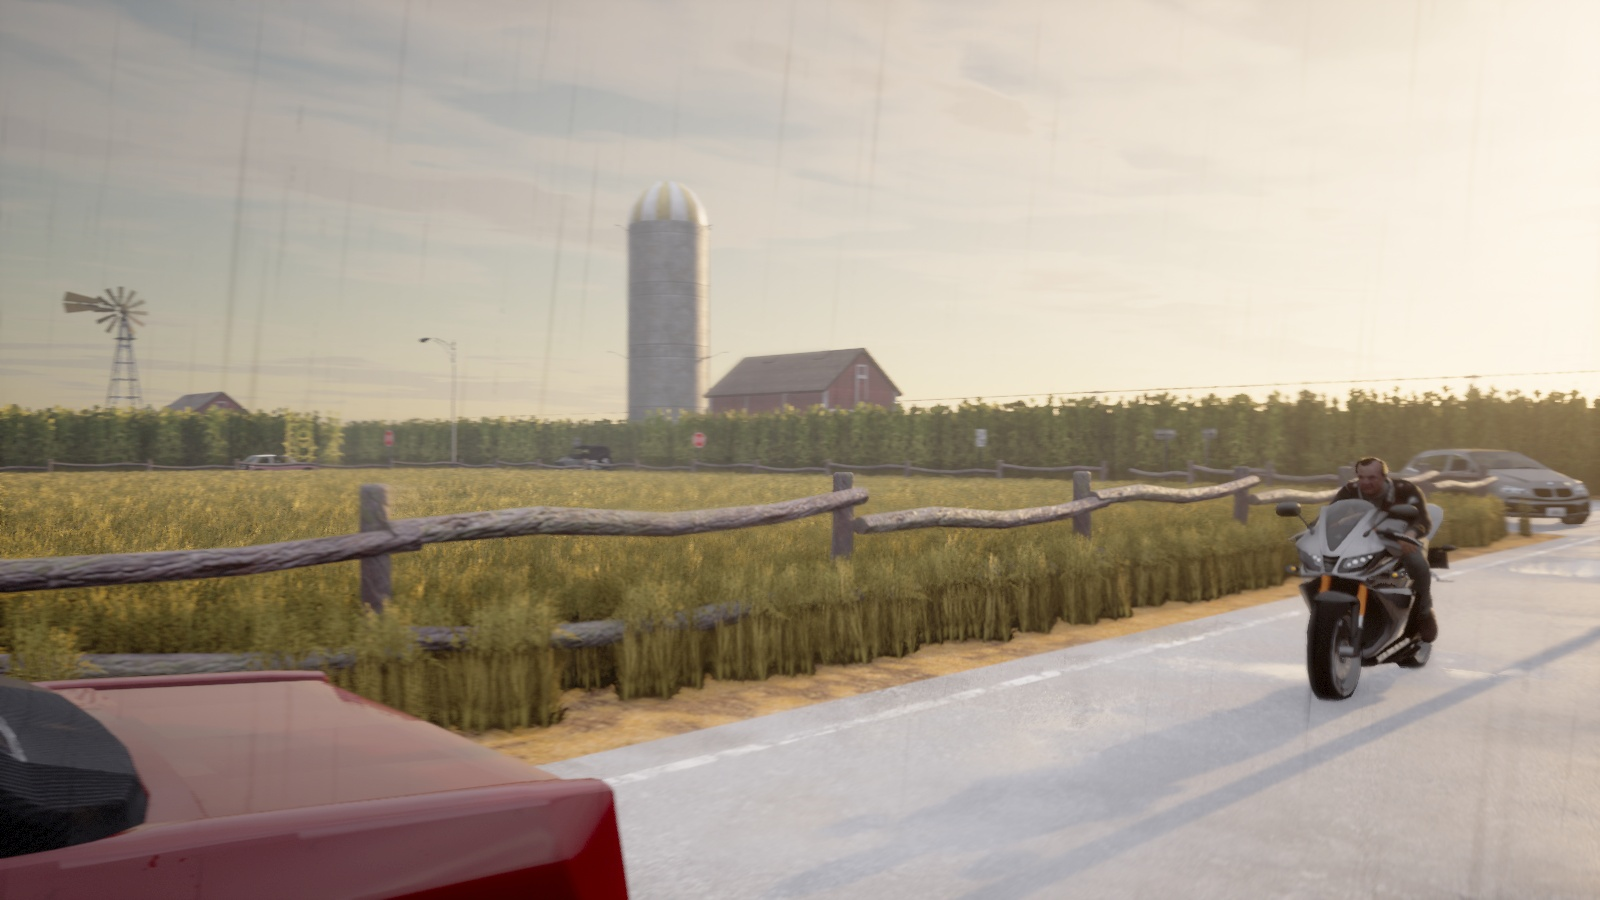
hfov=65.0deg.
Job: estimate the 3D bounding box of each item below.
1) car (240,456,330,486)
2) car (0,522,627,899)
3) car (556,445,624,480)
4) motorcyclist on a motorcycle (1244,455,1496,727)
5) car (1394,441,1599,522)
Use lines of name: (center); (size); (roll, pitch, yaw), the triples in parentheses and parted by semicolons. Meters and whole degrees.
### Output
car: (-26.484, 1.048, 64.676); (3.806, 1.475, 1.970); (-1, 0, -44)
car: (-2.761, 0.865, 1.657); (4.718, 1.301, 1.895); (0, 0, -39)
car: (-11.773, 0.692, 70.184); (1.905, 1.878, 3.866); (0, 0, -44)
motorcyclist on a motorcycle: (3.787, 0.806, 8.234); (0.866, 1.530, 2.191); (0, 0, 42)
car: (15.780, 0.666, 28.381); (2.242, 1.667, 4.611); (0, 0, -4)
